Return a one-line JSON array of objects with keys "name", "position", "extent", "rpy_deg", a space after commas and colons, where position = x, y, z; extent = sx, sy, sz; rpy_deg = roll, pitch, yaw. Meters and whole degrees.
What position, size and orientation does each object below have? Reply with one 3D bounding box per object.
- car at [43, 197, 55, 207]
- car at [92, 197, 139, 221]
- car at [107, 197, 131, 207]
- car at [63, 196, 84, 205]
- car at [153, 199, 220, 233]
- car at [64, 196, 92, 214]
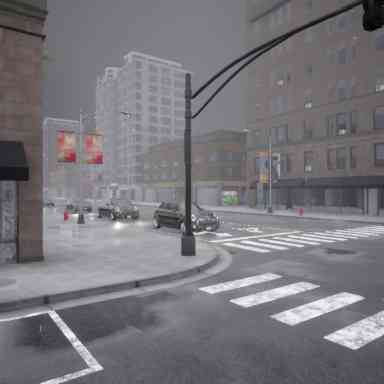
[{"name": "car", "position": [-21.378, 1.486, 48.499], "extent": [1.837, 1.490, 4.892], "rpy_deg": [0, 0, -36]}, {"name": "car", "position": [-6.111, 1.317, 27.200], "extent": [2.097, 1.767, 4.553], "rpy_deg": [0, 0, -36]}, {"name": "car", "position": [-11.316, 1.482, 51.393], "extent": [1.994, 1.385, 4.181], "rpy_deg": [0, 0, -36]}, {"name": "car", "position": [-21.317, 1.449, 59.699], "extent": [2.033, 1.411, 5.357], "rpy_deg": [0, 0, -36]}, {"name": "car", "position": [-0.430, 1.332, 19.337], "extent": [2.097, 1.767, 4.553], "rpy_deg": [0, 0, -36]}, {"name": "car", "position": [-12.165, 1.452, 35.593], "extent": [1.837, 1.490, 4.892], "rpy_deg": [0, 1, -36]}]
